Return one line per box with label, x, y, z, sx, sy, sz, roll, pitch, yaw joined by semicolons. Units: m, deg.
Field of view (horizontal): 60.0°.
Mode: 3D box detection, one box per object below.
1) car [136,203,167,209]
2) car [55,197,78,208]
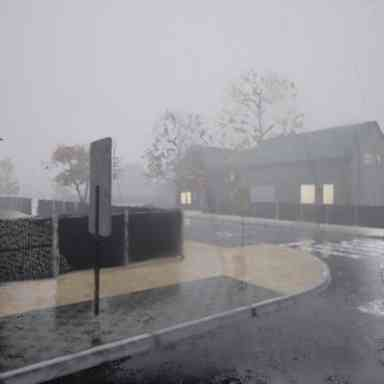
car;-2.851;1.474;23.717;1.994;1.385;4.181;1;0;-37
car;-14.885;1.310;39.532;2.128;1.511;4.902;1;0;-37
